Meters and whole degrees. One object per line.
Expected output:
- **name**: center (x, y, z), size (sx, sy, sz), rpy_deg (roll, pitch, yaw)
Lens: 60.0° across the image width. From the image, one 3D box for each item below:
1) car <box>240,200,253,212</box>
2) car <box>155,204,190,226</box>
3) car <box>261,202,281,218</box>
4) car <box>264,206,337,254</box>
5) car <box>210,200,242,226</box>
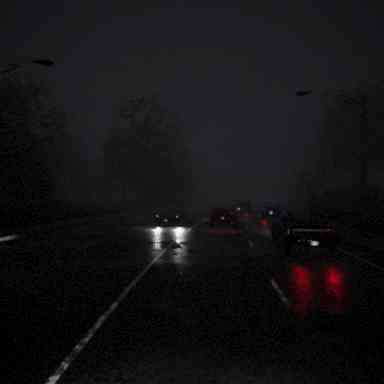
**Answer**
- **car**: center (6.581, 1.687, 41.863), size (2.128, 1.511, 4.902), rpy_deg (0, 0, 16)
- **car**: center (-1.324, 1.622, 24.345), size (1.812, 1.442, 4.674), rpy_deg (0, 0, 10)
- **car**: center (7.541, 1.683, 31.776), size (1.812, 1.442, 4.674), rpy_deg (0, 0, 13)
- **car**: center (4.479, 1.562, 13.869), size (2.128, 1.511, 4.902), rpy_deg (0, 0, 6)
- **car**: center (2.448, 1.587, 24.358), size (1.882, 1.535, 5.008), rpy_deg (0, 0, 10)
